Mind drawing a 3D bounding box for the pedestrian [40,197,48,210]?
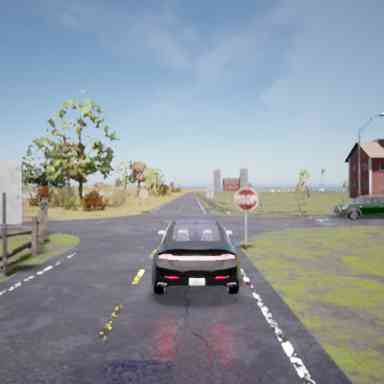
[{"bbox_3d":[-12.192,1.273,27.369,0.375,1.860,0.375,0,2,0],"label":"pedestrian"}]

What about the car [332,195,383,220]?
[{"bbox_3d":[12.685,1.014,24.179,4.553,1.767,2.097,-1,1,0],"label":"car"}]

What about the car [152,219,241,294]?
[{"bbox_3d":[0.089,1.446,8.617,2.128,1.511,4.902,0,0,0],"label":"car"}]
